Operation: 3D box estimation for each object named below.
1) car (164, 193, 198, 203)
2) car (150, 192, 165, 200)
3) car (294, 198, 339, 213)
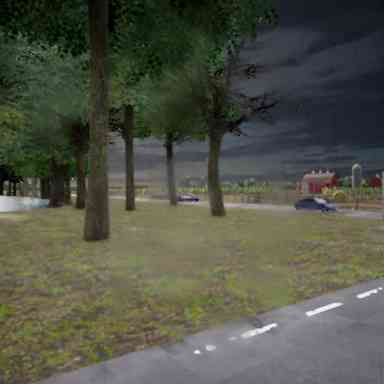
[{"bbox_3d":[-1.836,0.987,54.470,2.033,1.411,5.357,-1,1,-35],"label":"car"},{"bbox_3d":[-6.538,0.749,65.779,2.128,1.511,4.902,-1,1,-36],"label":"car"},{"bbox_3d":[12.706,1.327,34.245,1.812,1.442,4.674,-1,1,-36],"label":"car"}]
